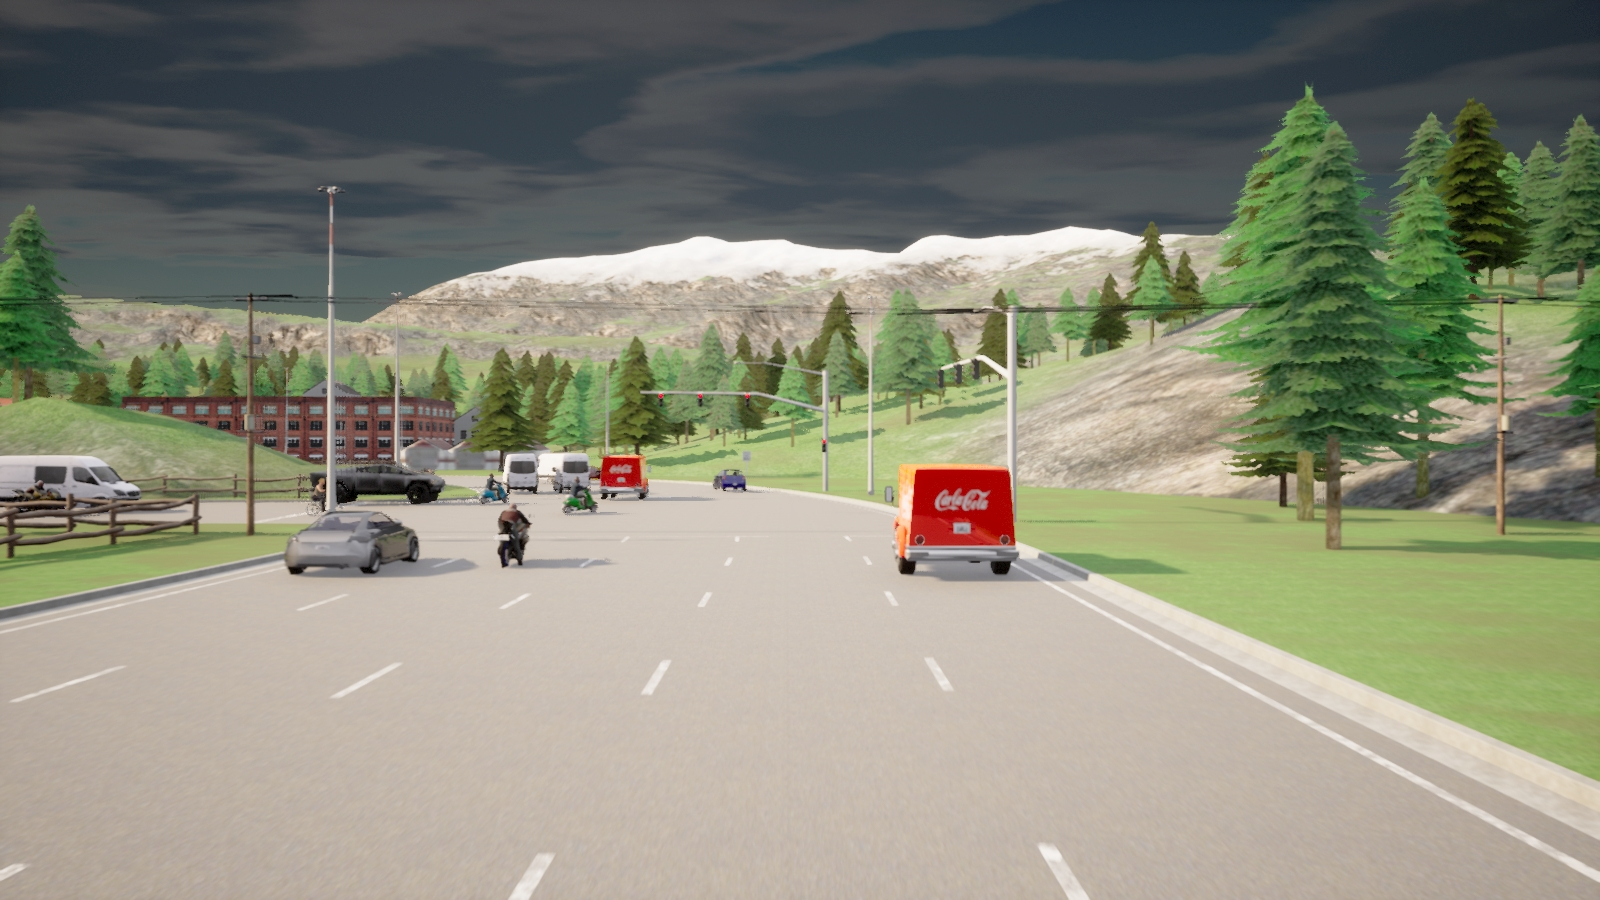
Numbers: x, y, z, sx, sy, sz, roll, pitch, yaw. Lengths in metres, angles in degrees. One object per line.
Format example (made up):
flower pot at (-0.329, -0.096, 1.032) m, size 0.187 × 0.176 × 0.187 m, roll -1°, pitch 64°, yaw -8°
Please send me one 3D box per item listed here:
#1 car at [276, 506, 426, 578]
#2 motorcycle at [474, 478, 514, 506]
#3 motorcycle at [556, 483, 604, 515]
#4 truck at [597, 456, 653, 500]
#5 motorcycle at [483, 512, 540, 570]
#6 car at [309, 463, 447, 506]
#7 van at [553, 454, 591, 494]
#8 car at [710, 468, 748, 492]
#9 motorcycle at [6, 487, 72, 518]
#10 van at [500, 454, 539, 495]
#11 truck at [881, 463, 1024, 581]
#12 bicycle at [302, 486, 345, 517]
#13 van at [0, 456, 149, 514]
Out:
car at (-10.553, 2.119, 27.184) m, size 1.994 × 1.385 × 4.181 m, roll 0°, pitch 0°, yaw -1°
motorcycle at (-15.681, 2.142, 58.586) m, size 0.856 × 1.316 × 1.805 m, roll -6°, pitch -3°, yaw 39°
motorcycle at (-9.579, 2.142, 49.767) m, size 1.805 × 1.316 × 0.856 m, roll 0°, pitch -3°, yaw -43°
truck at (-10.047, 1.566, 65.971) m, size 2.627 × 2.467 × 5.204 m, roll 0°, pitch 0°, yaw -3°
motorcycle at (-7.076, 2.205, 28.118) m, size 0.867 × 1.251 × 2.209 m, roll 0°, pitch 0°, yaw -1°
car at (-21.590, 1.754, 58.700) m, size 6.274 × 2.098 × 2.390 m, roll 0°, pitch 0°, yaw -6°
van at (-15.132, 1.535, 75.561) m, size 1.988 × 2.561 × 5.915 m, roll 0°, pitch 0°, yaw -16°
car at (-4.868, 2.039, 78.122) m, size 1.845 × 1.501 × 3.633 m, roll 0°, pitch 0°, yaw -16°
motorcycle at (-31.810, 2.206, 47.781) m, size 2.209 × 1.251 × 0.867 m, roll 0°, pitch 0°, yaw -1°
van at (-18.469, 1.535, 75.049) m, size 1.988 × 2.561 × 5.915 m, roll 0°, pitch 0°, yaw -18°
truck at (3.449, 1.568, 27.008) m, size 2.627 × 2.467 × 5.204 m, roll 0°, pitch 0°, yaw -1°
bicycle at (-20.077, 2.158, 48.197) m, size 1.487 × 1.276 × 0.859 m, roll 0°, pitch 0°, yaw -7°
van at (-32.764, 1.535, 51.264) m, size 5.915 × 2.561 × 1.988 m, roll 0°, pitch 0°, yaw -1°
